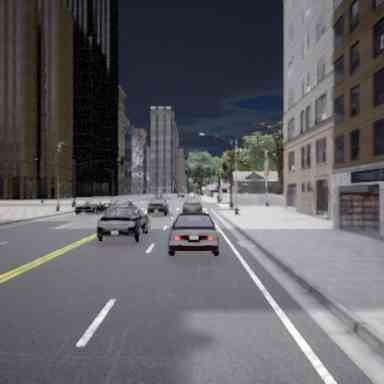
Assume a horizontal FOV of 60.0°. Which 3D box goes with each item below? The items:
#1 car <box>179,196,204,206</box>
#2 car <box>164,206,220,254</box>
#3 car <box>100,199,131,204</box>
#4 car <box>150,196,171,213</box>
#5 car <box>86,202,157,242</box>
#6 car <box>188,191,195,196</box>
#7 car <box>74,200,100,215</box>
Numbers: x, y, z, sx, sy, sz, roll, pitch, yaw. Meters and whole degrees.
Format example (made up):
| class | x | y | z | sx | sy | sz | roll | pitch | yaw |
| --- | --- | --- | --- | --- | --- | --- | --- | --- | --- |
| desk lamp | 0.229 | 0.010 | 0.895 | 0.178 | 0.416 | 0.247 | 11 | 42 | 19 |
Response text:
| class | x | y | z | sx | sy | sz | roll | pitch | yaw |
| --- | --- | --- | --- | --- | --- | --- | --- | --- | --- |
| car | 0.081 | 1.385 | 31.926 | 2.128 | 1.511 | 4.902 | 0 | 0 | 1 |
| car | 0.087 | 1.506 | 13.173 | 2.033 | 1.411 | 5.357 | 0 | 0 | 1 |
| car | -6.571 | 1.394 | 30.885 | 2.128 | 1.511 | 4.902 | 0 | 0 | 0 |
| car | -3.164 | 1.400 | 31.868 | 1.837 | 1.490 | 4.892 | 0 | 0 | 0 |
| car | -3.156 | 1.444 | 15.979 | 2.128 | 1.511 | 4.902 | 0 | 0 | 0 |
| car | -0.045 | 1.076 | 95.553 | 1.812 | 1.442 | 4.674 | 0 | 0 | 0 |
| car | -9.813 | 1.498 | 32.372 | 1.895 | 1.301 | 4.718 | 0 | 0 | 0 |
